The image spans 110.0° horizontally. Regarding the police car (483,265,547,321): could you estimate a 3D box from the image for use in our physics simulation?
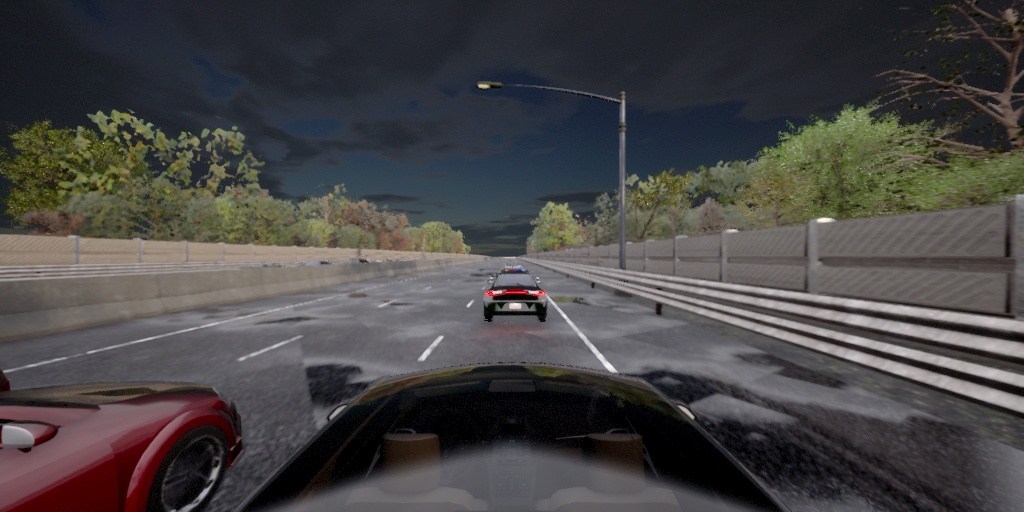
[{"bbox_3d":[0.099,1.257,12.668,2.038,1.542,4.974,0,0,0],"label":"police car"}]

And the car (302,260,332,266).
[{"bbox_3d":[-21.090,1.235,38.402,1.882,1.535,5.008,0,0,0],"label":"car"}]

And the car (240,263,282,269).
[{"bbox_3d":[-24.593,1.358,35.723,1.895,1.301,4.718,0,0,0],"label":"car"}]

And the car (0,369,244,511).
[{"bbox_3d":[-3.399,1.314,1.483,1.994,1.385,4.181,0,0,0],"label":"car"}]

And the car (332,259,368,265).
[{"bbox_3d":[-17.587,1.109,39.967,2.097,1.767,4.553,0,0,0],"label":"car"}]

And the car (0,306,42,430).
[{"bbox_3d":[-6.900,1.314,2.410,1.994,1.385,4.181,0,0,0],"label":"car"}]

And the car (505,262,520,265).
[{"bbox_3d":[0.098,1.359,44.335,1.895,1.301,4.718,0,0,0],"label":"car"}]
